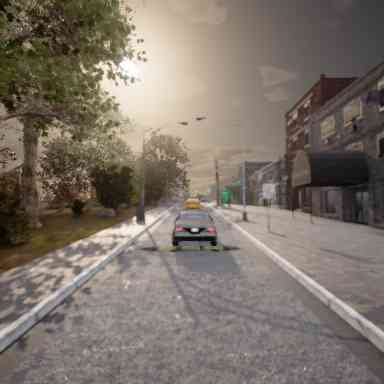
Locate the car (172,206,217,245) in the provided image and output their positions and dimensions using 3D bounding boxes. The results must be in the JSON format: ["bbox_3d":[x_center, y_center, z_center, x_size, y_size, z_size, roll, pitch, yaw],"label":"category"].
[{"bbox_3d":[0.104,1.530,14.914,2.033,1.411,5.357,0,-2,0],"label":"car"}]

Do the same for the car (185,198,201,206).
[{"bbox_3d":[0.101,1.544,42.062,1.882,1.535,5.008,0,0,0],"label":"car"}]
